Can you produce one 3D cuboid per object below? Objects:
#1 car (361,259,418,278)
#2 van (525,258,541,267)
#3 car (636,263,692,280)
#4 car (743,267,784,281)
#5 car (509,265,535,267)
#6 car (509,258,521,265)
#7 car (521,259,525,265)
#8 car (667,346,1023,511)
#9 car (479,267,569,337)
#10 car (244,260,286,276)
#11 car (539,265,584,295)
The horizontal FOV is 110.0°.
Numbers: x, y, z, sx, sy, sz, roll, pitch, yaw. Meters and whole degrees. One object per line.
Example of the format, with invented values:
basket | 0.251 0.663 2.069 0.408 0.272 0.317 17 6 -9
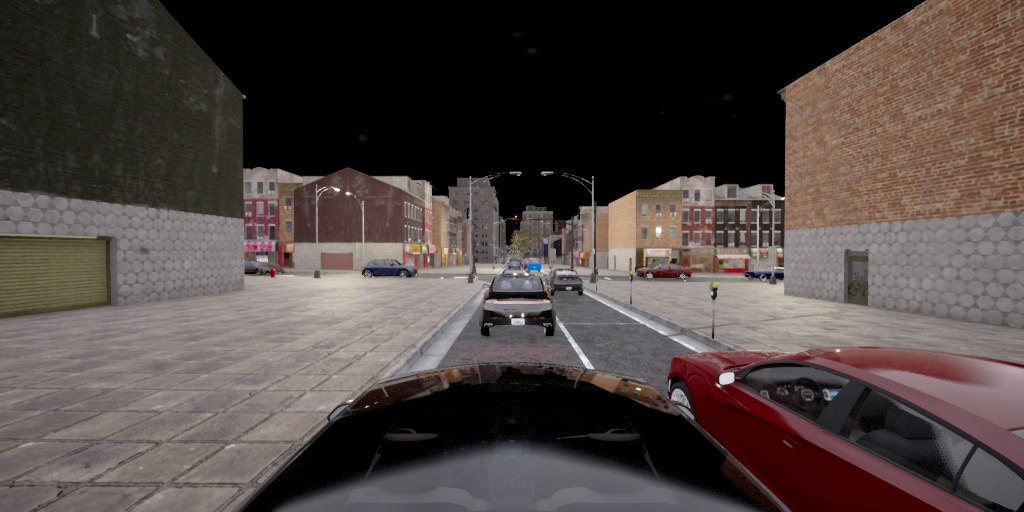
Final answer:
car | -10.611 1.039 31.381 4.553 1.767 2.097 1 1 0
van | 2.861 1.210 46.217 1.690 1.789 3.998 0 0 0
car | 14.391 1.456 34.155 5.008 1.535 1.882 1 1 0
car | 24.823 1.716 34.087 4.718 1.301 1.895 1 1 0
car | 0.219 1.369 20.396 1.895 1.301 4.718 0 0 1
car | 0.417 1.556 64.516 1.994 1.385 4.181 0 0 0
car | 2.914 1.249 56.798 2.192 1.841 5.009 0 0 0
car | 2.637 1.294 2.387 1.888 1.381 4.507 0 0 0
car | 0.142 1.243 10.353 2.128 1.511 4.902 0 0 0
car | -22.993 1.068 31.462 5.357 1.411 2.033 1 1 0
car | 2.723 1.316 19.263 2.007 1.370 4.403 0 0 0
